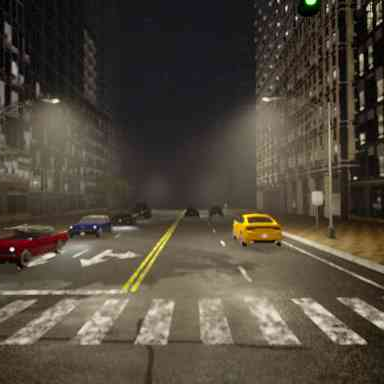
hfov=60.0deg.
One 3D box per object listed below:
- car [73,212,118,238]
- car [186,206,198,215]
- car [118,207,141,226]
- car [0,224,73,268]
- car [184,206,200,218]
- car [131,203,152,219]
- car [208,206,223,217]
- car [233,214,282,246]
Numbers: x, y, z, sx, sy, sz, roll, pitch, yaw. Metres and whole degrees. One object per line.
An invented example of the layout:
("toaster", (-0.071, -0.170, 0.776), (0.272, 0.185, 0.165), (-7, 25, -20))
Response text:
("car", (-6.577, 2.255, 22.211), (1.895, 1.301, 4.718), (-1, -1, 0))
("car", (0.005, 2.969, 54.424), (1.994, 1.385, 4.181), (-1, -1, 0))
("car", (-6.519, 2.472, 32.213), (1.994, 1.385, 4.181), (-1, -1, 0))
("car", (-6.604, 2.022, 13.041), (1.895, 1.301, 4.718), (-1, -1, 0))
("car", (0.003, 2.718, 44.390), (1.994, 1.385, 4.181), (-1, -1, 0))
("car", (-6.501, 2.401, 42.969), (2.150, 2.045, 5.566), (-1, -1, 0))
("car", (3.259, 2.665, 45.779), (1.837, 1.490, 4.892), (-1, -1, 0))
("car", (3.346, 1.926, 17.759), (1.882, 1.535, 5.008), (-1, -1, 0))
